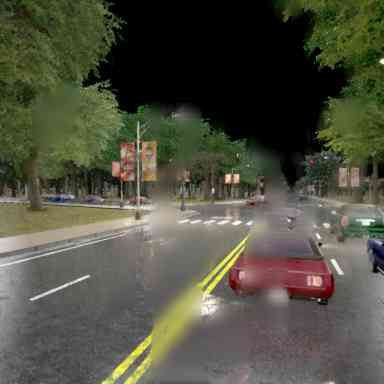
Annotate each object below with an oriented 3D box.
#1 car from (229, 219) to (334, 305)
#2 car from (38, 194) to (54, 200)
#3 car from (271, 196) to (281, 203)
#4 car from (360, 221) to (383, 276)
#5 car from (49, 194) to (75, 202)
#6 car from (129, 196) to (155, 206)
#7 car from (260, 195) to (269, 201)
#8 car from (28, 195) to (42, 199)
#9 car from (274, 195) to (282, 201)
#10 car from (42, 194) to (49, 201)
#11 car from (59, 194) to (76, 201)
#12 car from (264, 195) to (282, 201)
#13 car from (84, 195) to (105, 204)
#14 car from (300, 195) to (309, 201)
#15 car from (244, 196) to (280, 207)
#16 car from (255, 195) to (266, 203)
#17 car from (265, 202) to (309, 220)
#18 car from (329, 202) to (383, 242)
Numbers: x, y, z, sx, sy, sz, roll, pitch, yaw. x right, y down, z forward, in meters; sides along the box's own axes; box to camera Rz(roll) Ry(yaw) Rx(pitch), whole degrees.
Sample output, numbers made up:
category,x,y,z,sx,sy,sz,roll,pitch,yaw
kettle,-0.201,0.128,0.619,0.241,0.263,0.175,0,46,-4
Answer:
category,x,y,z,sx,sy,sz,roll,pitch,yaw
car,2.222,1.601,8.185,1.895,1.301,4.718,0,0,17
car,-37.337,1.223,85.100,4.674,1.442,1.812,0,0,40
car,18.267,1.603,72.422,1.895,1.301,4.718,0,0,17
car,5.432,1.601,7.585,1.895,1.301,4.718,0,0,16
car,-26.327,1.252,67.398,5.008,1.535,1.882,0,0,40
car,-7.824,1.416,51.777,4.674,1.442,1.812,0,0,40
car,18.069,1.534,82.912,1.812,1.442,4.674,0,0,17
car,-39.304,1.295,82.508,4.718,1.301,1.895,0,0,40
car,21.292,1.488,82.341,1.882,1.535,5.008,0,0,17
car,-31.320,1.262,75.820,4.902,1.511,2.128,0,0,40
car,-29.463,1.259,78.504,4.674,1.442,1.812,0,0,40
car,15.228,1.553,62.609,2.033,1.411,5.357,0,0,18
car,-17.606,1.318,60.001,4.902,1.511,2.128,0,0,41
car,30.400,1.519,89.918,1.837,1.490,4.892,0,0,17
car,10.112,1.573,48.862,4.718,1.301,1.895,0,0,-24
car,15.073,1.486,73.094,1.882,1.535,5.008,0,0,17
car,4.873,1.505,17.057,1.837,1.490,4.892,0,0,17
car,8.010,1.352,16.197,2.097,1.767,4.553,0,0,17
